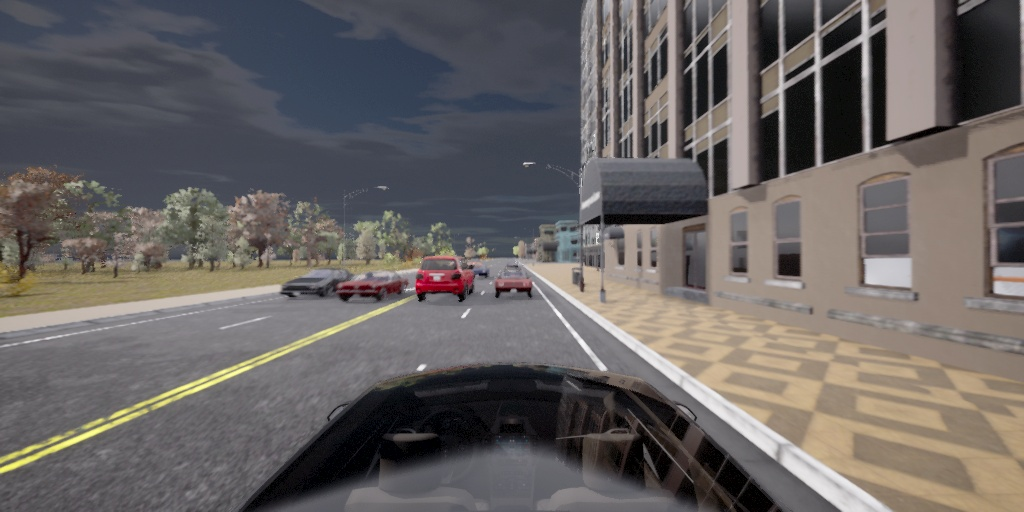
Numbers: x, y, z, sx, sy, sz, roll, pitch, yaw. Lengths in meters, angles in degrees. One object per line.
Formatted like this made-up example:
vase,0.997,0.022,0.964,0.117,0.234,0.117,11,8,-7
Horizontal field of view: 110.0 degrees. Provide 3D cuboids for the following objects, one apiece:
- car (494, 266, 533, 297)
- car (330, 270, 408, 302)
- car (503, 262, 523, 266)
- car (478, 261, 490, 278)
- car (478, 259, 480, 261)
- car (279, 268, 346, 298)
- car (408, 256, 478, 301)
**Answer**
car,0.084,1.404,19.440,1.895,1.301,4.718,0,0,0
car,-6.598,1.399,17.426,1.895,1.301,4.718,0,0,0
car,0.100,1.349,38.279,2.128,1.511,4.902,0,0,0
car,-3.154,1.449,34.969,1.895,1.301,4.718,0,0,0
car,-6.496,1.292,63.119,2.097,1.767,4.553,0,0,0
car,-9.849,1.351,19.058,2.033,1.411,5.357,0,0,0
car,-3.164,1.023,17.816,2.150,2.045,5.566,0,0,0
